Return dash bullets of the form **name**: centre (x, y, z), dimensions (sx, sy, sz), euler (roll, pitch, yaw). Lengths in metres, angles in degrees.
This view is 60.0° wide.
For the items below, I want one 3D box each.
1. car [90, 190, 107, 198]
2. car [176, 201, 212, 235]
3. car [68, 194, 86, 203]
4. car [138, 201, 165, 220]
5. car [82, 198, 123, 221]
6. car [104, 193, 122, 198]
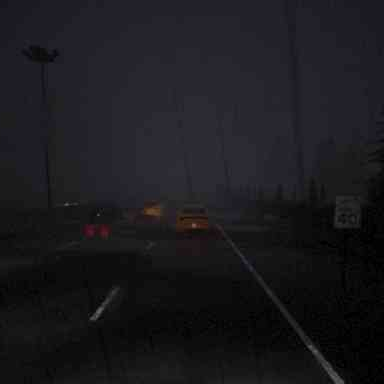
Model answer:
- **car**: centre (-17.504, 0.698, 62.808), dimensions (2.150, 2.045, 5.566), euler (0, 3, 0)
- **car**: centre (0.099, 1.483, 18.813), dimensions (1.882, 1.535, 5.008), euler (0, 0, 0)
- **car**: centre (-21.010, 1.091, 60.817), dimensions (1.882, 1.535, 5.008), euler (0, 3, 0)
- **car**: centre (-3.402, 1.477, 28.504), dimensions (1.882, 1.535, 5.008), euler (0, 0, 0)
- **car**: centre (-6.902, 1.491, 27.031), dimensions (2.128, 1.511, 4.902), euler (0, 0, 0)
- **car**: centre (-14.017, 1.192, 60.747), dimensions (1.994, 1.385, 4.181), euler (0, 3, 0)
